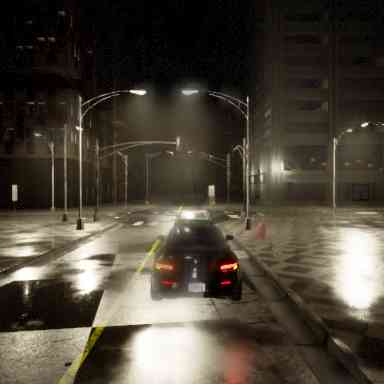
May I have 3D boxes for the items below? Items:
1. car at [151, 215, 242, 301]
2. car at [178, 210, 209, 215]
[{"bbox_3d":[0.086,1.523,8.186,1.812,1.442,4.674,0,0,0],"label":"car"},{"bbox_3d":[0.076,1.593,17.211,1.895,1.301,4.718,0,0,0],"label":"car"}]
